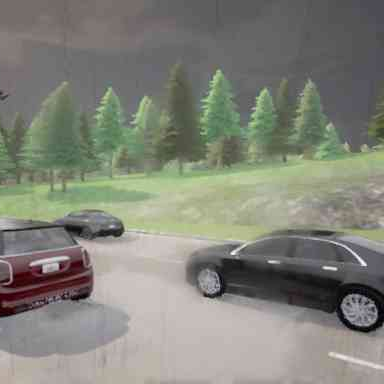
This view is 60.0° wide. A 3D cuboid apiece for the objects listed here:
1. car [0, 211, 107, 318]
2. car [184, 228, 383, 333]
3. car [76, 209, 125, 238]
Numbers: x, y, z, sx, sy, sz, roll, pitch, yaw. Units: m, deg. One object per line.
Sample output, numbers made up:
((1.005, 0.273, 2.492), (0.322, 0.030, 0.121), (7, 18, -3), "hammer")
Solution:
((-4.196, 1.347, 7.118), (4.553, 1.767, 2.097), (0, 0, 36), "car")
((2.075, 1.514, 6.855), (4.892, 1.490, 1.837), (0, 0, 36), "car")
((-5.329, 1.562, 16.723), (4.181, 1.385, 1.994), (0, 0, 37), "car")
